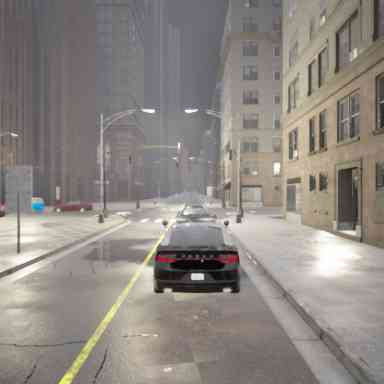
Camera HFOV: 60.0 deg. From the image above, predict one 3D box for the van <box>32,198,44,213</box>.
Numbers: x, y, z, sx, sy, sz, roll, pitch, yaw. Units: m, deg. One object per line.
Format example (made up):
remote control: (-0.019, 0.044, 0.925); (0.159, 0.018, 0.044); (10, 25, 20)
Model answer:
van: (-19.567, 1.585, 39.185); (3.998, 1.788, 1.690); (-1, 0, 0)

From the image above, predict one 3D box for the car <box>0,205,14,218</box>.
car: (-19.599, 1.519, 30.659); (5.009, 1.841, 2.192); (-1, 0, 0)

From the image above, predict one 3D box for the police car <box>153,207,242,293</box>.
police car: (0.111, 1.426, 8.976); (1.930, 1.638, 5.238); (0, 0, 0)

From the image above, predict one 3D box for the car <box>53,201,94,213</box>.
car: (-13.941, 1.721, 39.160); (4.507, 1.381, 1.887); (-1, 0, 0)

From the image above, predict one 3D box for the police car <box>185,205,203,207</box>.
police car: (0.128, 1.507, 18.581); (2.038, 1.542, 4.974); (0, 0, 0)
